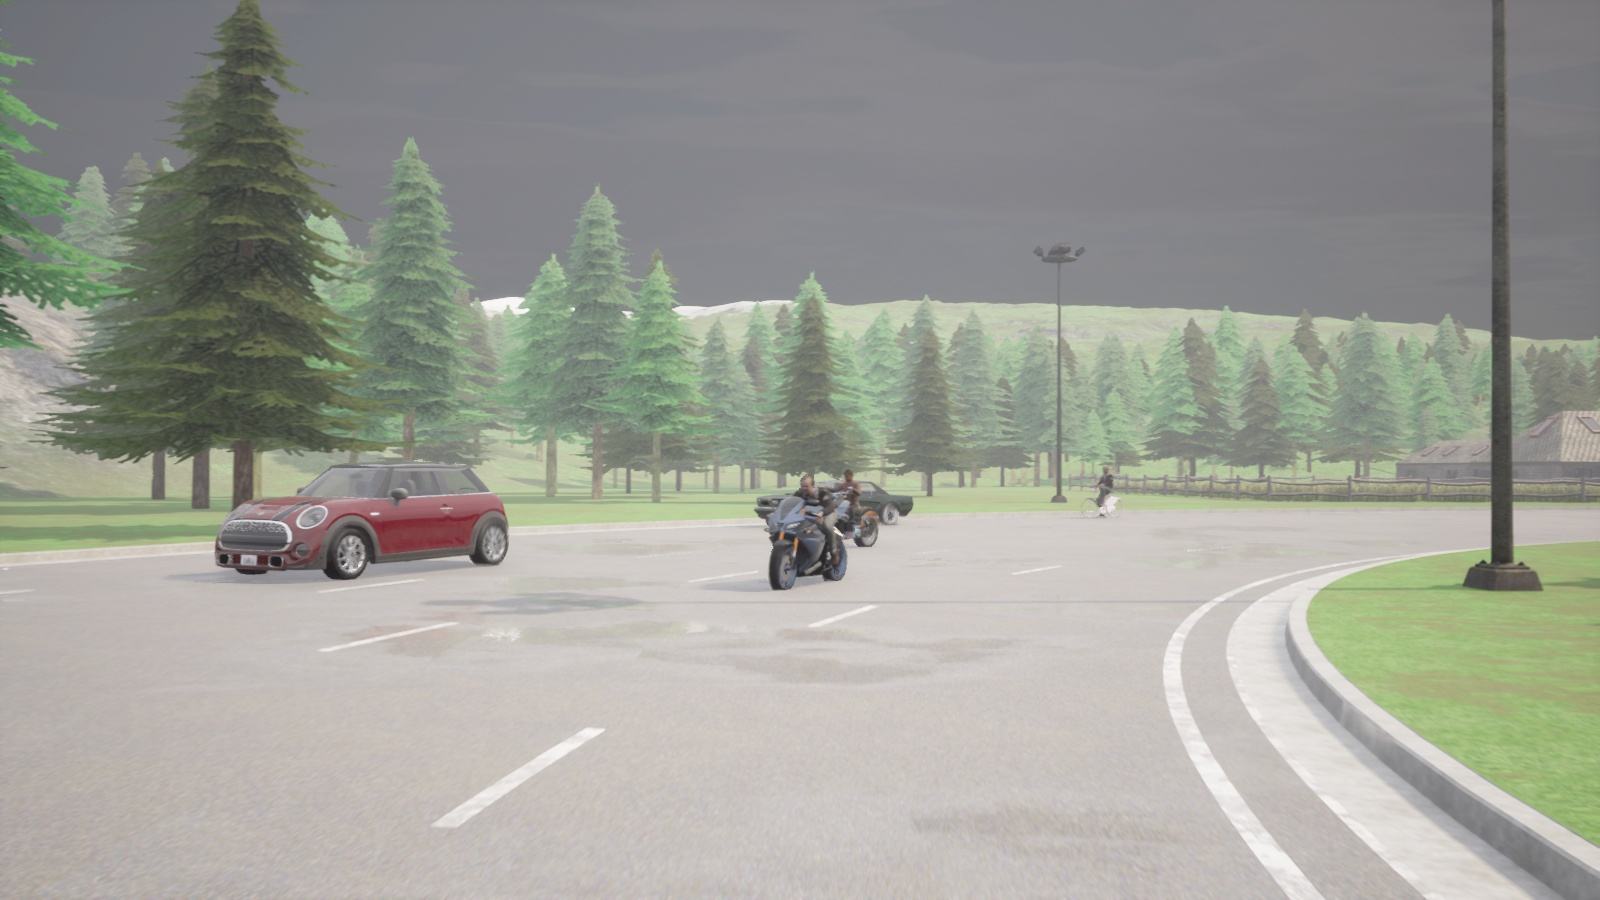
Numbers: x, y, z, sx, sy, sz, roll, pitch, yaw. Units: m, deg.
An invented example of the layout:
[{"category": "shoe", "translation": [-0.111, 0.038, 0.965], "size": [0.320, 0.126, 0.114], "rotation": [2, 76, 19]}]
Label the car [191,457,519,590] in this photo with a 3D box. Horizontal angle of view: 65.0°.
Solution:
[{"category": "car", "translation": [-6.594, 1.017, 19.196], "size": [2.097, 1.767, 4.553], "rotation": [-1, -1, 26]}]

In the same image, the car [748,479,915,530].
[{"category": "car", "translation": [0.958, 1.503, 35.598], "size": [4.718, 1.301, 1.895], "rotation": [1, -1, -42]}]

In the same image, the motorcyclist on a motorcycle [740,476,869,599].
[{"category": "motorcyclist on a motorcycle", "translation": [0.100, 1.134, 17.102], "size": [0.866, 1.530, 2.191], "rotation": [0, -1, 27]}]

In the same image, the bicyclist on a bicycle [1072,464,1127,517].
[{"category": "bicyclist on a bicycle", "translation": [10.063, 1.348, 42.169], "size": [1.843, 1.776, 0.659], "rotation": [1, -1, -29]}]

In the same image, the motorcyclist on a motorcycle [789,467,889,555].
[{"category": "motorcyclist on a motorcycle", "translation": [0.798, 1.176, 24.914], "size": [0.766, 1.649, 2.350], "rotation": [0, -1, 37]}]
